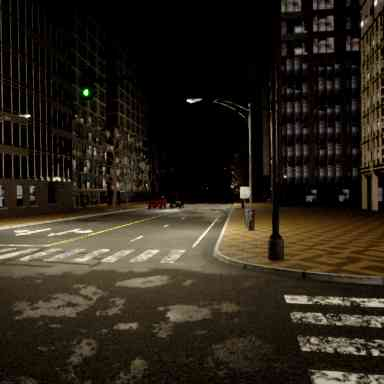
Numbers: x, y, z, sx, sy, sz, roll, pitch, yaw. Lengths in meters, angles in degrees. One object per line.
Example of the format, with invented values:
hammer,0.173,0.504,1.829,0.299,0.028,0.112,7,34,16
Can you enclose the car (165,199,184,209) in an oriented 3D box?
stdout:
car,-2.493,1.983,54.950,2.128,1.511,4.902,-1,-1,8

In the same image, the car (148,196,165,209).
car,-5.719,1.753,55.369,2.150,2.045,5.566,-1,-1,8
